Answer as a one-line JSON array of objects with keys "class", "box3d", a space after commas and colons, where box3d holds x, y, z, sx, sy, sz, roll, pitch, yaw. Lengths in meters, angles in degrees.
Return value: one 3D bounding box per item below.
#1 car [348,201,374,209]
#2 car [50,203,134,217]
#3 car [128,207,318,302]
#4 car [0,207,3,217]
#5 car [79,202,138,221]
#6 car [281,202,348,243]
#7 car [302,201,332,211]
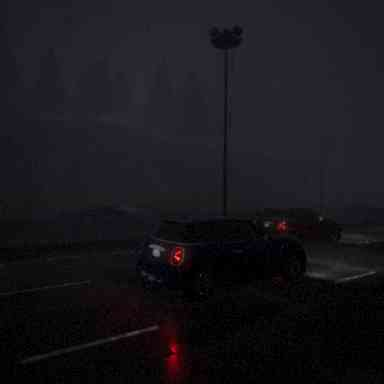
[{"class": "car", "box3d": [22.695, 2.036, 45.012, 4.892, 1.490, 1.837, 1, -1, -35]}, {"class": "car", "box3d": [-6.414, 1.571, 20.865, 4.902, 1.511, 2.128, 1, 0, -35]}, {"class": "car", "box3d": [0.933, 1.418, 8.684, 4.553, 1.767, 2.097, 1, -1, -35]}, {"class": "car", "box3d": [-17.420, 1.359, 25.946, 4.553, 1.767, 2.097, 1, 0, -35]}, {"class": "car", "box3d": [-7.192, 1.652, 28.864, 4.674, 1.442, 1.812, 1, -1, -35]}, {"class": "car", "box3d": [5.027, 1.507, 15.782, 4.553, 1.767, 2.097, 1, -1, -34]}, {"class": "car", "box3d": [19.231, 2.143, 51.125, 4.718, 1.301, 1.895, 1, 0, -36]}]
